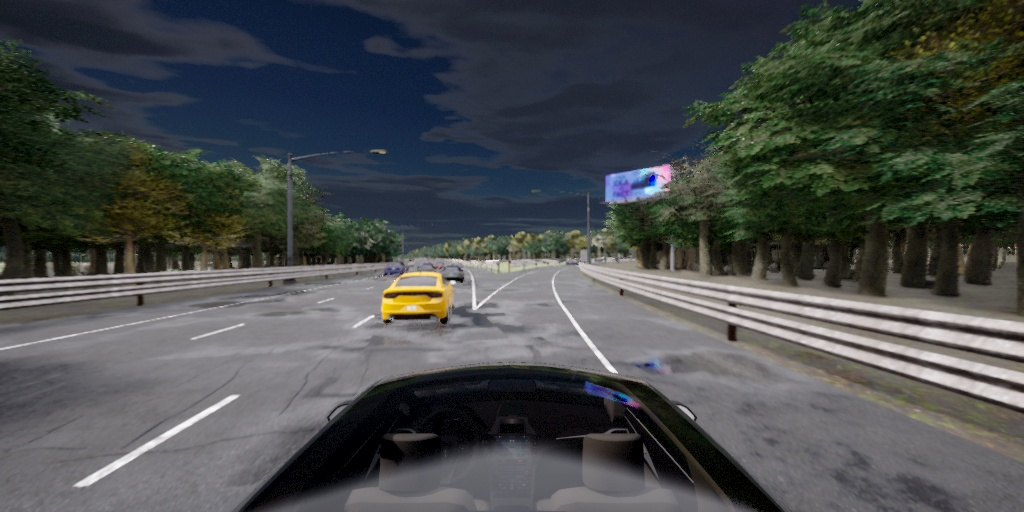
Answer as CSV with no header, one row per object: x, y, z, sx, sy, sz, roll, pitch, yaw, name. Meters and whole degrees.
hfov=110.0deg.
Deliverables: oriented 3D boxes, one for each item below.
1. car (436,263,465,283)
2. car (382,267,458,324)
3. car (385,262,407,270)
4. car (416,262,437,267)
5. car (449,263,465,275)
-5.071,1.521,30.611,1.994,1.385,4.181,0,-1,-7,car
-3.036,1.297,12.362,1.882,1.535,5.008,0,0,-6,car
-13.429,1.443,41.898,2.097,1.767,4.553,0,0,-7,car
-9.980,1.643,42.502,1.994,1.385,4.181,0,-1,-8,car
-7.244,1.666,47.724,2.033,1.411,5.357,0,-1,-8,car
